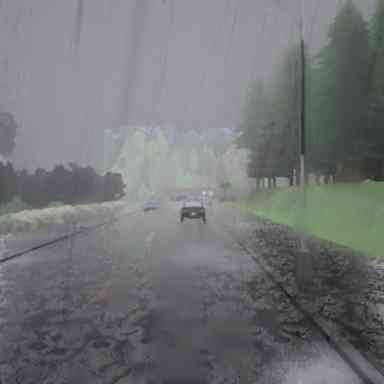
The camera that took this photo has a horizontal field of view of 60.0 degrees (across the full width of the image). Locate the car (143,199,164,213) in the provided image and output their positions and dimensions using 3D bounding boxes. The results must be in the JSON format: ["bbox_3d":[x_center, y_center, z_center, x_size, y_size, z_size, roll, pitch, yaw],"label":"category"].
[{"bbox_3d":[-4.088,1.486,36.334,2.033,1.411,5.357,0,0,0],"label":"car"}]

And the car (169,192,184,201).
[{"bbox_3d":[-3.309,1.093,77.213,2.150,2.045,5.566,0,0,20],"label":"car"}]

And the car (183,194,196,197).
[{"bbox_3d":[0.085,1.399,54.174,2.128,1.511,4.902,0,0,0],"label":"car"}]

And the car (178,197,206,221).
[{"bbox_3d":[0.093,1.432,26.463,1.882,1.535,5.008,0,0,0],"label":"car"}]
